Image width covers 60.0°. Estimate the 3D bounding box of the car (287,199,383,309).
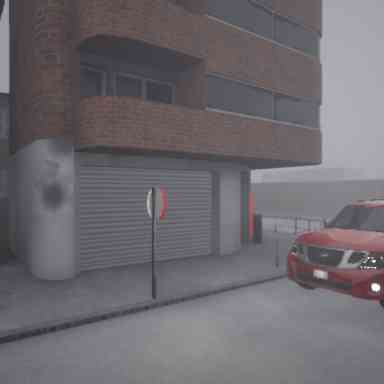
[{"bbox_3d":[4.705,1.215,7.968,5.566,2.045,2.150,0,0,-36],"label":"car"}]
